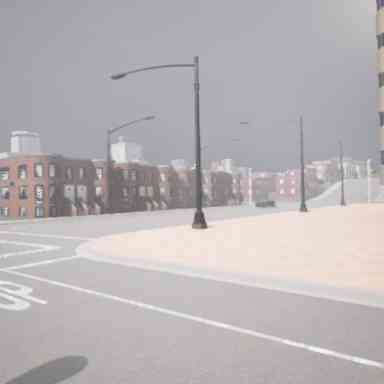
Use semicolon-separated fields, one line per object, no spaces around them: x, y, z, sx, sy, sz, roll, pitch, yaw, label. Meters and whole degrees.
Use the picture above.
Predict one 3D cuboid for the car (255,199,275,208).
12.295;1.867;55.756;1.882;1.535;5.008;-2;-1;37;car
